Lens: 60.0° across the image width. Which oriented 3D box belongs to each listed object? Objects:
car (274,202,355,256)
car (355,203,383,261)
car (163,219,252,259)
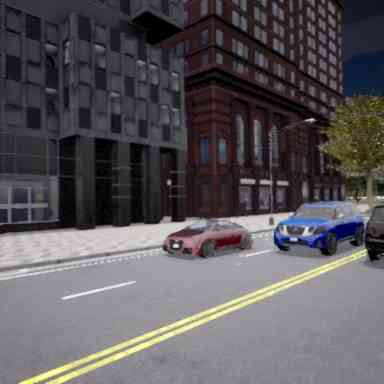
[{"bbox_3d":[5.780,1.473,14.717,2.150,2.045,5.566,-2,-2,44],"label":"car"},{"bbox_3d":[8.168,1.387,12.222,2.150,2.045,5.566,-2,-2,44],"label":"car"},{"bbox_3d":[0.756,1.872,14.136,1.994,1.385,4.181,-2,-2,44],"label":"car"}]
